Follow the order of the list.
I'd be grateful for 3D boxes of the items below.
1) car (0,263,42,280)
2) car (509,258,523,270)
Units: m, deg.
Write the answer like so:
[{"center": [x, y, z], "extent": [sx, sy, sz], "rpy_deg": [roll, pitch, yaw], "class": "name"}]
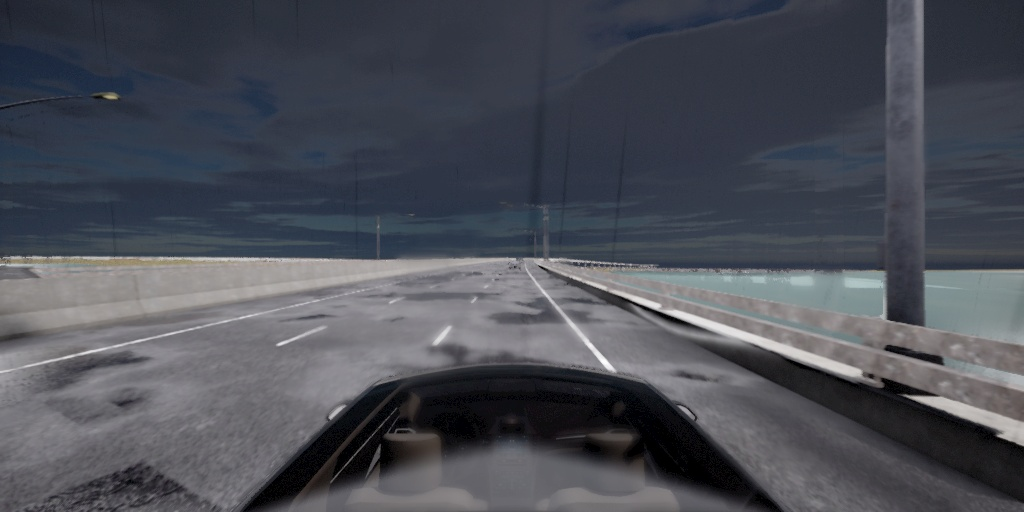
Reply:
[{"center": [-17.494, 1.123, 10.973], "extent": [2.097, 1.767, 4.553], "rpy_deg": [0, 0, 0], "class": "car"}, {"center": [0.485, 1.417, 55.001], "extent": [2.033, 1.411, 5.357], "rpy_deg": [0, 0, 1], "class": "car"}]
